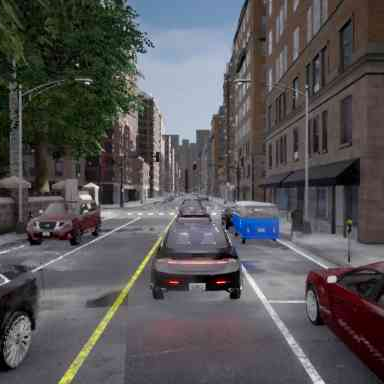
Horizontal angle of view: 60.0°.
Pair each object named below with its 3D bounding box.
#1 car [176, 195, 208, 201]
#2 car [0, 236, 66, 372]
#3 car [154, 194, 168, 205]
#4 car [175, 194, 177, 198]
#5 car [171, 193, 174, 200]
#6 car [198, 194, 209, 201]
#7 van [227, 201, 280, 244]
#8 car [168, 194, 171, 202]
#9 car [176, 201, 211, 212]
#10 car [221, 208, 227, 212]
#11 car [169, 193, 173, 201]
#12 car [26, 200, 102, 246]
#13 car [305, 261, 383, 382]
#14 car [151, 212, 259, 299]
[{"bbox_3d":[-0.014,1.338,27.526,2.097,1.767,4.553,0,0,0],"label":"car"},{"bbox_3d":[-3.101,1.491,2.837,2.128,1.511,4.902,0,0,0],"label":"car"},{"bbox_3d":[-5.697,1.480,58.984,1.752,1.417,4.829,0,0,0],"label":"car"},{"bbox_3d":[-5.709,1.497,86.408,2.008,1.369,4.403,0,0,0],"label":"car"},{"bbox_3d":[-5.704,1.492,75.506,1.887,1.381,4.507,0,0,0],"label":"car"},{"bbox_3d":[2.820,1.387,75.546,1.967,1.590,4.097,0,0,0],"label":"car"},{"bbox_3d":[2.848,1.336,15.509,1.690,1.788,3.998,0,0,0],"label":"van"},{"bbox_3d":[-5.699,1.502,64.604,2.008,1.369,4.403,0,0,0],"label":"car"},{"bbox_3d":[0.090,1.485,18.348,2.128,1.511,4.902,0,0,0],"label":"car"},{"bbox_3d":[2.846,1.558,21.169,1.947,1.339,4.313,0,0,0],"label":"car"},{"bbox_3d":[-5.702,1.493,70.055,1.887,1.381,4.507,0,0,0],"label":"car"},{"bbox_3d":[-5.677,1.310,15.465,2.192,1.841,5.009,0,0,0],"label":"car"},{"bbox_3d":[2.853,1.544,4.188,1.887,1.381,4.507,0,0,0],"label":"car"},{"bbox_3d":[0.096,1.490,8.409,2.128,1.511,4.902,0,0,0],"label":"car"}]
